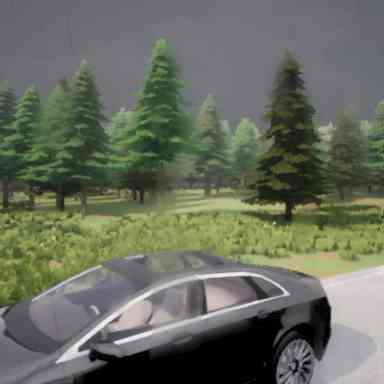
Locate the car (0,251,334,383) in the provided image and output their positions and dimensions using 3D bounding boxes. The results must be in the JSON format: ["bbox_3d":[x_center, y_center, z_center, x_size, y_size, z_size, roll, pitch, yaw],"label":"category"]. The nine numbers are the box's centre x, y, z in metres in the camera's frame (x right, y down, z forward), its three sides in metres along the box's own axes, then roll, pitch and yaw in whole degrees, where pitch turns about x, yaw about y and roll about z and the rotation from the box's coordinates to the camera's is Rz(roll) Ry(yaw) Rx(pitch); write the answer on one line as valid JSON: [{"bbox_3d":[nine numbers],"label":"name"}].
[{"bbox_3d":[-0.525,1.495,3.613,4.902,1.511,2.128,0,0,-33],"label":"car"}]
